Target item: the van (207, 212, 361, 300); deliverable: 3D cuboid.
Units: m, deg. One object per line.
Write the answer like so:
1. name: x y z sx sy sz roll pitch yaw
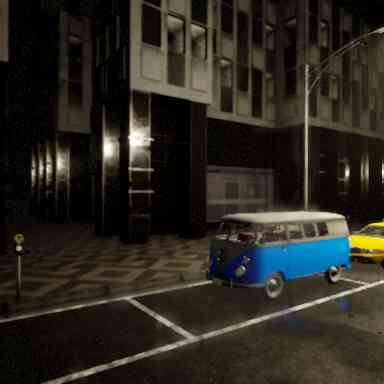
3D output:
1. van: 2.244 1.403 8.253 3.998 1.788 1.690 1 -1 -35

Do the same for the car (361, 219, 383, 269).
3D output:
1. car: 6.665 1.639 11.405 4.829 1.417 1.752 1 -1 -35
